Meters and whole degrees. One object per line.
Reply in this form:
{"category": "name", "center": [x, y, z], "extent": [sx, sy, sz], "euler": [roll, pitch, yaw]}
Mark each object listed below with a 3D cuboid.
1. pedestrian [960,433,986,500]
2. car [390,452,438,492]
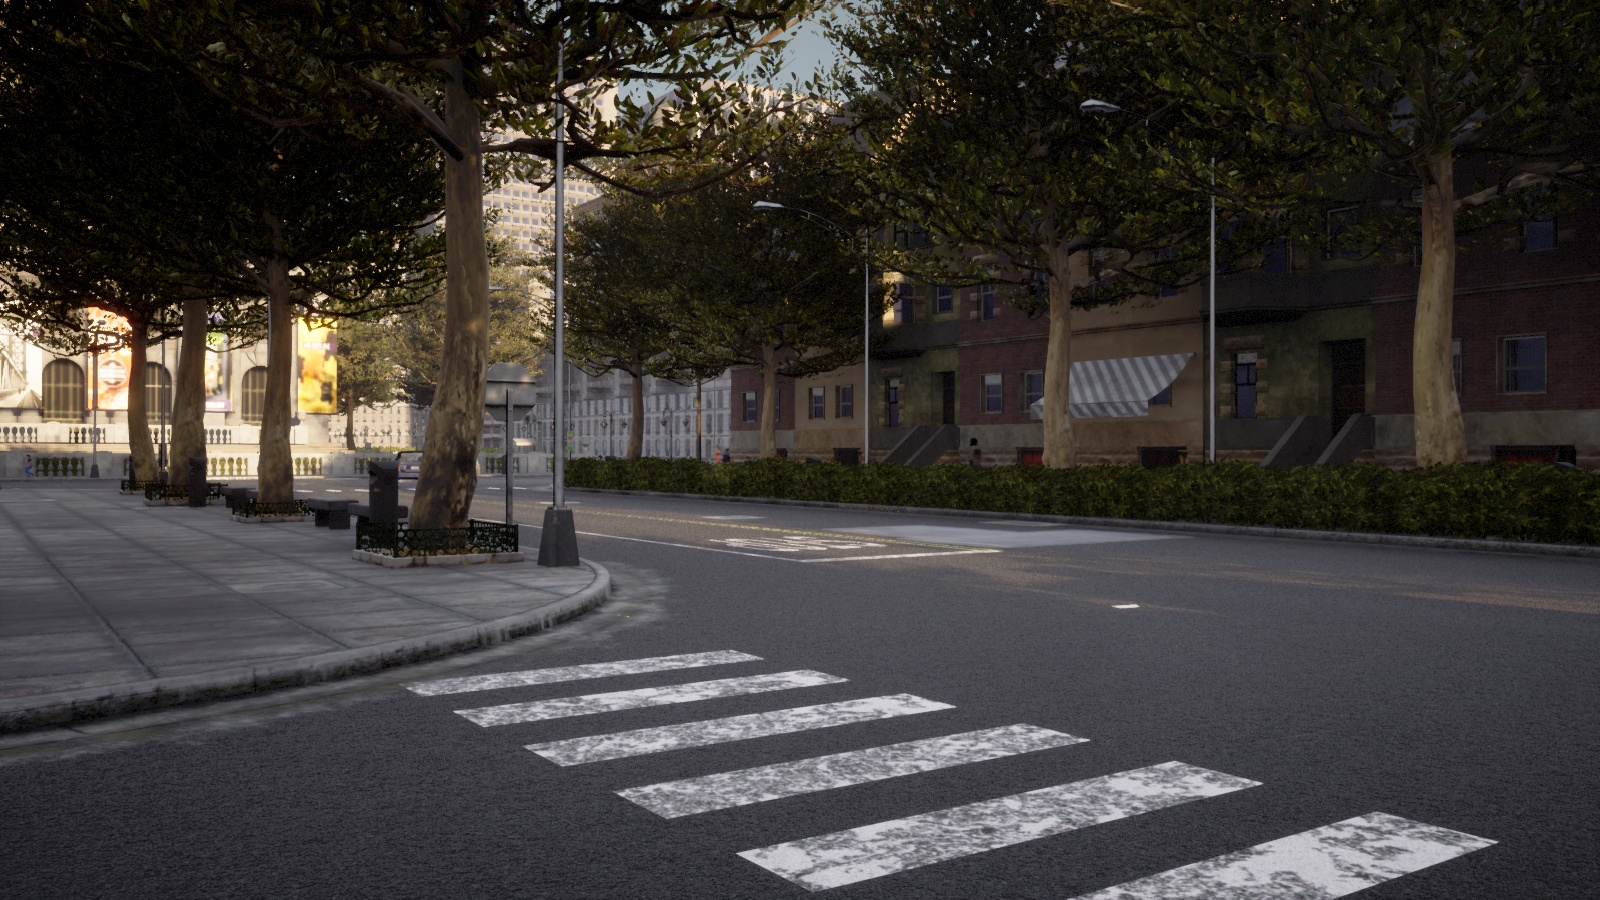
{"category": "pedestrian", "center": [5.101, 0.481, 37.004], "extent": [0.396, 1.930, 0.692], "euler": [0, 0, -34]}
{"category": "car", "center": [-15.972, 0.884, 51.851], "extent": [1.789, 1.549, 3.705], "euler": [-1, 0, -19]}
